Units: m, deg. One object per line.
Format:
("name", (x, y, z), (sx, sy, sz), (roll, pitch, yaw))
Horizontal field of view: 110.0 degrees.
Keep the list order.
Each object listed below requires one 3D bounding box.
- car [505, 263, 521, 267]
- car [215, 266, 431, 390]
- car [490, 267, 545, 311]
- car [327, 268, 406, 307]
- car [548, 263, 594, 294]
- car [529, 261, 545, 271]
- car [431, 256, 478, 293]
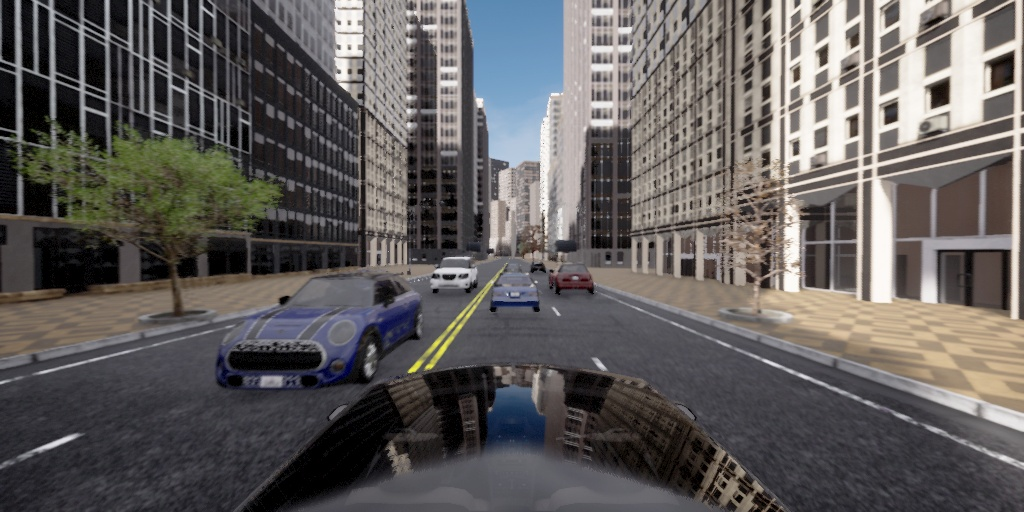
("car", (0.106, 1.462, 40.552), (1.994, 1.385, 4.181), (0, 0, 0))
("car", (-3.261, 1.125, 7.127), (2.097, 1.767, 4.553), (0, 0, 0))
("car", (0.102, 1.351, 14.688), (2.033, 1.411, 5.357), (0, 0, 0))
("car", (-6.579, 1.338, 16.806), (1.812, 1.442, 4.674), (0, 0, 0))
("car", (3.326, 1.178, 20.889), (2.097, 1.767, 4.553), (0, 0, 0))
("car", (3.358, 1.428, 47.774), (1.837, 1.490, 4.892), (0, 0, 0))
("car", (-3.304, 1.046, 21.638), (2.150, 2.045, 5.566), (0, 1, 1))
